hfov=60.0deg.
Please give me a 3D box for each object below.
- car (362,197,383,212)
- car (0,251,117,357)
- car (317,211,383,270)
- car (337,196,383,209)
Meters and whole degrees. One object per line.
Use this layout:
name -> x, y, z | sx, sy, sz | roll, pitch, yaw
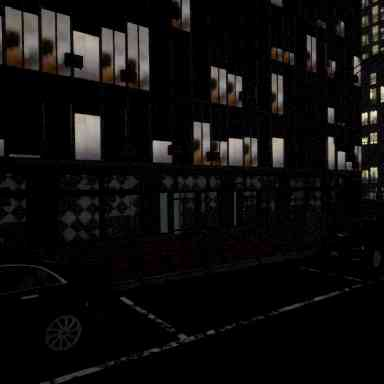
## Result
car -> 18.052, 1.442, 34.343 | 1.994, 1.385, 4.181 | -1, 1, -35
car -> -3.210, 1.551, 4.413 | 4.403, 1.369, 2.008 | 0, -1, -36
car -> 5.964, 1.542, 10.992 | 4.507, 1.381, 1.887 | 0, -1, -36
car -> 20.550, 1.274, 40.850 | 1.752, 1.417, 4.829 | -1, 1, -35
